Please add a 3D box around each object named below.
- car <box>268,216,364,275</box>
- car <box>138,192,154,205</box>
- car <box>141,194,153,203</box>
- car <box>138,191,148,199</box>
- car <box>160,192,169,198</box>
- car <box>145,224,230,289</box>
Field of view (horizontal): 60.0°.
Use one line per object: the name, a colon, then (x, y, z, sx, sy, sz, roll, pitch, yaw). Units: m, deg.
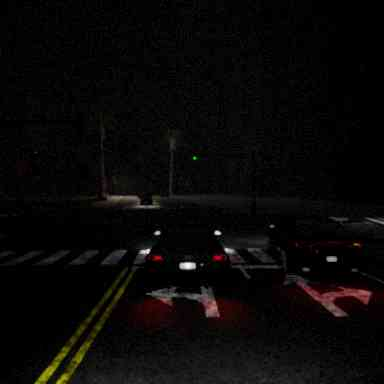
car: (3.609, 1.481, 10.553, 1.882, 1.535, 5.008, 0, 0, 5)
car: (-6.797, 1.190, 49.780, 1.837, 1.490, 4.892, 0, 1, -8)
car: (-8.053, 1.140, 58.901, 1.994, 1.385, 4.181, 0, 1, -8)
car: (-11.718, 0.666, 79.376, 2.097, 1.767, 4.553, 0, 1, -12)
car: (-7.367, 0.719, 89.761, 2.128, 1.511, 4.902, 0, 1, -13)
car: (-0.120, 1.567, 9.187, 1.994, 1.385, 4.181, 0, 0, -1)
